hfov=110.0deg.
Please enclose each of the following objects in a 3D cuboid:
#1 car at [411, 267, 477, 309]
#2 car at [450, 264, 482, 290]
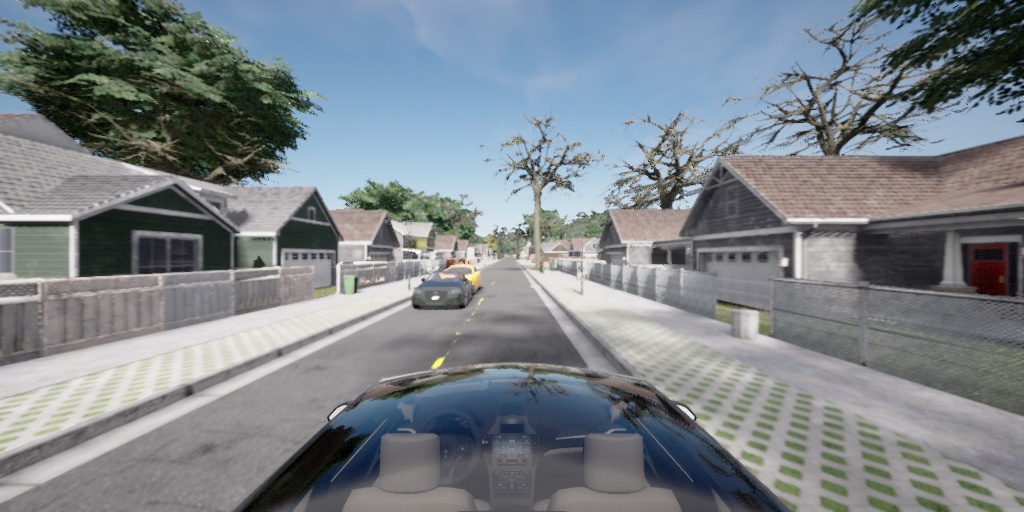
[{"bbox_3d":[-2.755,1.317,14.921,1.994,1.385,4.181,0,0,0],"label":"car"},{"bbox_3d":[-2.770,1.229,19.762,1.882,1.535,5.008,0,0,0],"label":"car"}]
